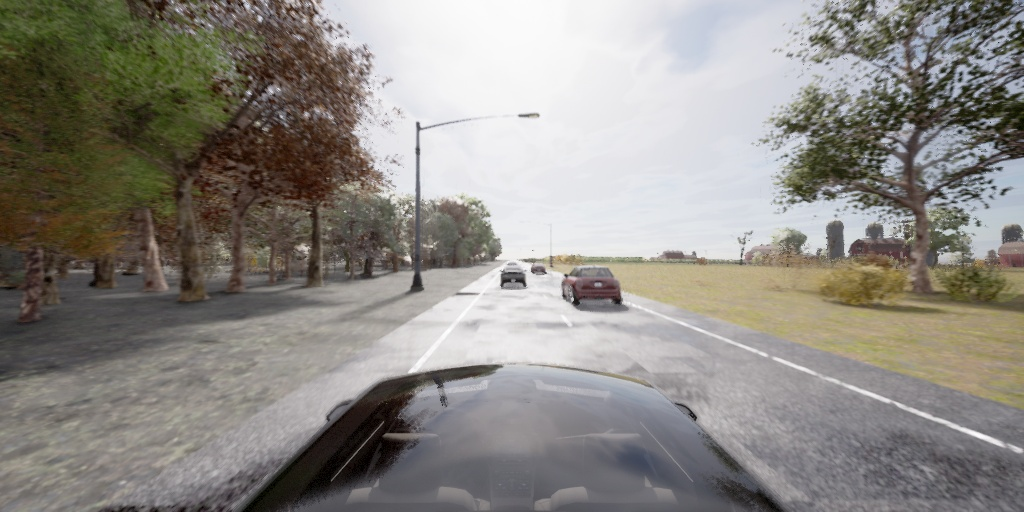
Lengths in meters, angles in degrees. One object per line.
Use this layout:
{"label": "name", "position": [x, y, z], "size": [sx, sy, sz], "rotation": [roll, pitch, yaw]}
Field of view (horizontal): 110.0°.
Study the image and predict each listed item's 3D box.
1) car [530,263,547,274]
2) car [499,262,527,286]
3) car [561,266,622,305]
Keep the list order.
{"label": "car", "position": [3.582, 1.669, 49.286], "size": [1.812, 1.442, 4.674], "rotation": [0, 0, 0]}
{"label": "car", "position": [0.090, 1.474, 27.628], "size": [1.837, 1.490, 4.892], "rotation": [0, 0, 0]}
{"label": "car", "position": [3.594, 1.234, 17.073], "size": [2.097, 1.767, 4.553], "rotation": [0, -1, 0]}
